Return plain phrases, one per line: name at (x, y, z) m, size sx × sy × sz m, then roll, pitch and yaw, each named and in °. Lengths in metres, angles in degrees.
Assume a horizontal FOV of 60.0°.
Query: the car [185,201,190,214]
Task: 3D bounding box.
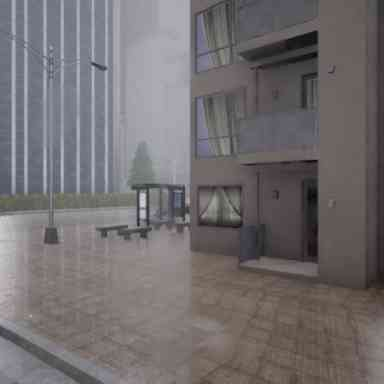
car at (-1.132, 1.599, 32.988) m, size 2.033 × 1.411 × 5.357 m, roll 0°, pitch 0°, yaw 38°
